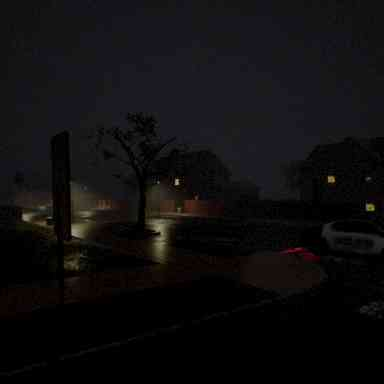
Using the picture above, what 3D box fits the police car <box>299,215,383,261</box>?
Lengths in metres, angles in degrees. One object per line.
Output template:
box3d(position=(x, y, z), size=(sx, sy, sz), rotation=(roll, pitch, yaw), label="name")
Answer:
box3d(position=(6.282, 1.610, 11.506), size=(2.038, 1.542, 4.974), rotation=(-1, -1, -36), label="police car")
